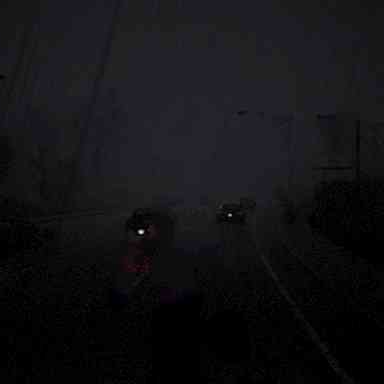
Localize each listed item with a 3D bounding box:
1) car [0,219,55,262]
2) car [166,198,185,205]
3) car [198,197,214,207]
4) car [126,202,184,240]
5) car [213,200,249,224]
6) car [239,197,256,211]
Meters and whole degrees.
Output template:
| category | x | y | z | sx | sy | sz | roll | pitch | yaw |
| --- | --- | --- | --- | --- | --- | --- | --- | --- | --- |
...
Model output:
| category | x | y | z | sx | sy | sz | roll | pitch | yaw |
| --- | --- | --- | --- | --- | --- | --- | --- | --- | --- |
| car | -6.427 | 1.581 | 10.717 | 1.895 | 1.301 | 4.718 | 0 | 0 | 6 |
| car | -2.456 | 1.525 | 48.513 | 2.033 | 1.411 | 5.357 | 0 | 0 | 15 |
| car | 2.269 | 1.560 | 52.702 | 1.994 | 1.385 | 4.181 | 0 | 0 | 15 |
| car | -1.895 | 1.498 | 17.068 | 1.837 | 1.490 | 4.892 | 0 | 0 | 8 |
| car | 3.003 | 1.573 | 24.910 | 1.994 | 1.385 | 4.181 | 0 | 0 | 11 |
| car | 6.766 | 1.372 | 41.367 | 2.097 | 1.767 | 4.553 | 0 | 0 | 14 |
